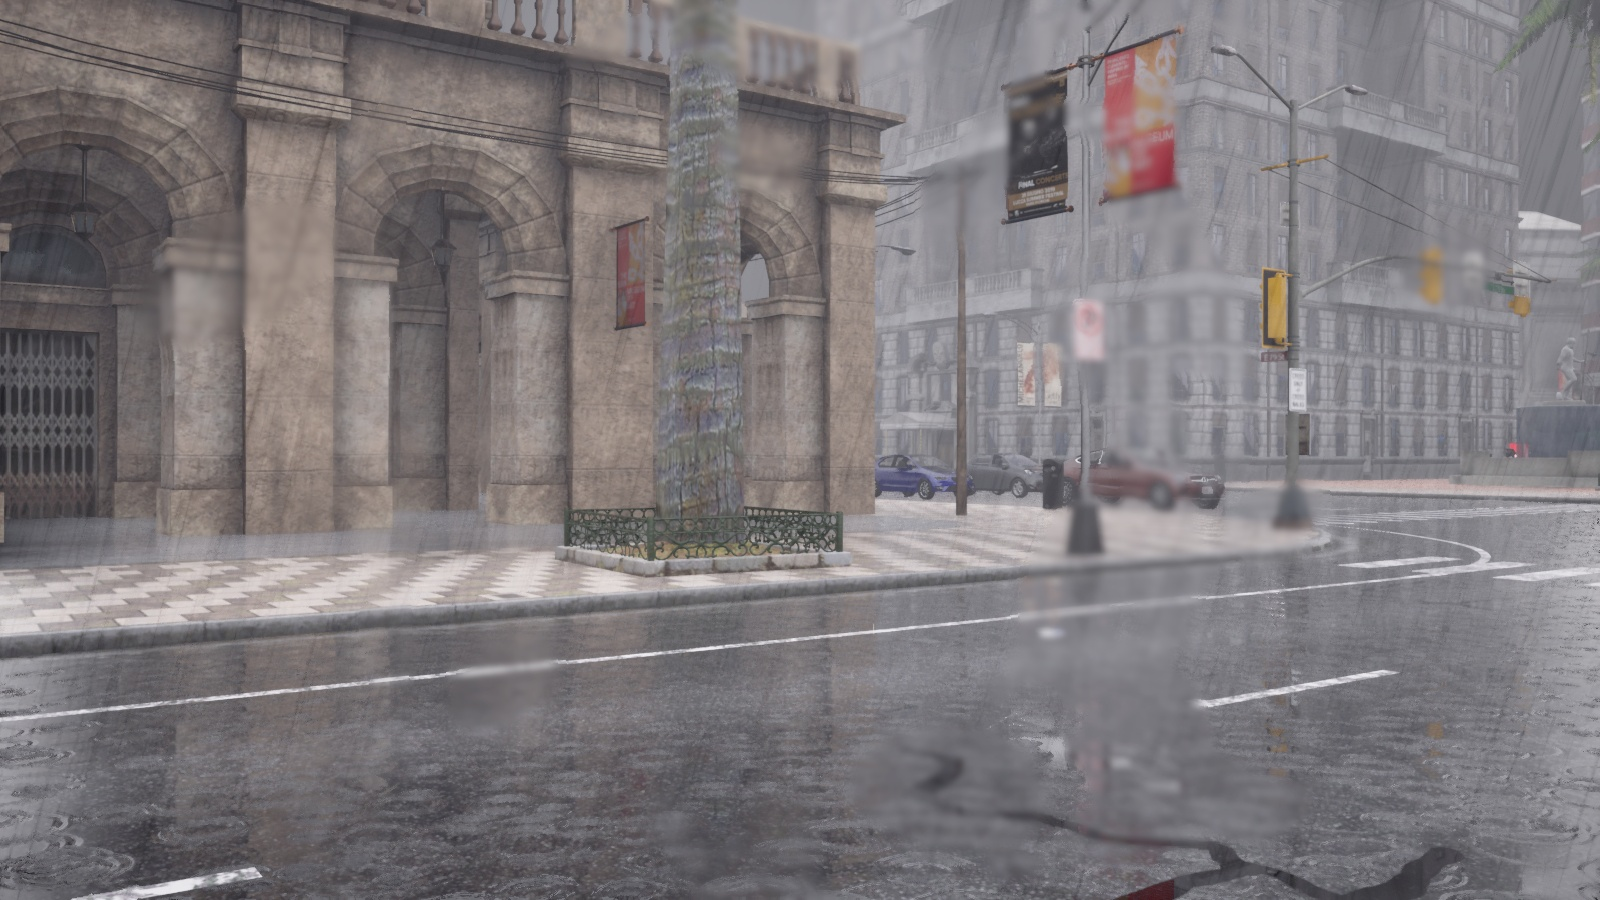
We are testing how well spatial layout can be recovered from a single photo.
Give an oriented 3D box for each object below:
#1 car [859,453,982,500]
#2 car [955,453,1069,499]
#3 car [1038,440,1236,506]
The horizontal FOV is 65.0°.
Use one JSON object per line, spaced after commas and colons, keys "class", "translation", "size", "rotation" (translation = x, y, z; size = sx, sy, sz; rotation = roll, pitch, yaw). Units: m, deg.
{"class": "car", "translation": [3.948, 0.852, 41.834], "size": [1.816, 1.474, 4.193], "rotation": [0, 0, -34]}
{"class": "car", "translation": [7.234, 0.849, 43.140], "size": [1.845, 1.501, 3.633], "rotation": [0, 0, -35]}
{"class": "car", "translation": [9.144, 0.588, 34.468], "size": [2.152, 1.651, 5.027], "rotation": [0, 0, -35]}
